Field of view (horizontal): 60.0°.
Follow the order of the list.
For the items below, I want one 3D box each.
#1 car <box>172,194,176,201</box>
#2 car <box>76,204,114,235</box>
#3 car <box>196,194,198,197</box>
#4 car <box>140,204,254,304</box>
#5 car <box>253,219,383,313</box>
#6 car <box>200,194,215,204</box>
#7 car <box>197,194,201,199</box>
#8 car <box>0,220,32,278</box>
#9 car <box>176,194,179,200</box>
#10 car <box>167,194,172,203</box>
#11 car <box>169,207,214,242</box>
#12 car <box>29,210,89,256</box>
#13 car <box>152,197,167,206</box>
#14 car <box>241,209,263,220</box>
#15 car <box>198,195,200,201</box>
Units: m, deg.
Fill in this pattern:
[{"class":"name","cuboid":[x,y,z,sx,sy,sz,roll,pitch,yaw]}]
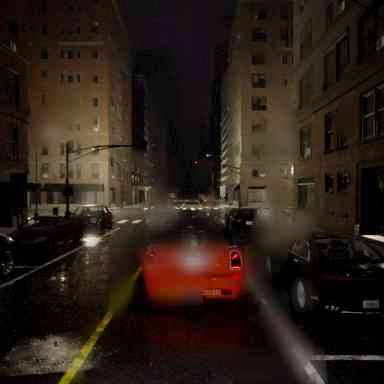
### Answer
[{"class":"car","cuboid":[-5.685,1.626,82.441,1.752,1.417,4.829,0,0,0]},{"class":"car","cuboid":[-5.691,1.441,18.466,1.967,1.590,4.097,0,0,0]},{"class":"car","cuboid":[2.843,1.560,88.019,1.967,1.590,4.097,0,0,0]},{"class":"car","cuboid":[0.053,1.352,8.334,2.097,1.767,4.553,0,0,0]},{"class":"car","cuboid":[2.847,1.551,7.473,2.008,1.369,4.403,0,0,0]},{"class":"car","cuboid":[2.823,1.476,55.566,1.967,1.590,4.097,0,0,0]},{"class":"car","cuboid":[2.836,1.524,77.202,1.967,1.590,4.097,0,0,0]},{"class":"car","cuboid":[-5.678,1.565,7.463,1.947,1.339,4.313,0,0,0]},{"class":"car","cuboid":[-5.679,1.457,93.429,2.192,1.841,5.009,0,0,0]},{"class":"car","cuboid":[-5.694,1.606,66.385,2.008,1.369,4.403,0,0,0]},{"class":"car","cuboid":[-0.016,1.564,16.988,1.994,1.385,4.181,0,0,0]},{"class":"car","cuboid":[-5.685,1.582,12.964,1.802,1.307,4.206,0,0,0]},{"class":"car","cuboid":[-5.701,1.618,55.569,1.802,1.307,4.206,0,0,0]},{"class":"car","cuboid":[2.834,1.566,18.475,1.947,1.339,4.313,0,0,0]},{"class":"car","cuboid":[2.831,1.607,66.383,2.008,1.369,4.403,0,0,0]}]
